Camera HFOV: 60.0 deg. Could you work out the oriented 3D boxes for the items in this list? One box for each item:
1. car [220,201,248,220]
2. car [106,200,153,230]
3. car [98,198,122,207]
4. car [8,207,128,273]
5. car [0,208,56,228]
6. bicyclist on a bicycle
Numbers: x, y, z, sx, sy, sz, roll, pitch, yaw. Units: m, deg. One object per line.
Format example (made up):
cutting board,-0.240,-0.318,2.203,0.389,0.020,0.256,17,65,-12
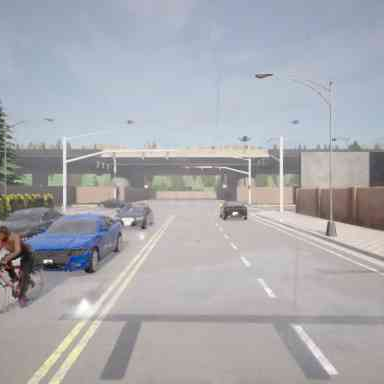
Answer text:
car,3.449,1.478,28.108,1.882,1.535,5.008,0,0,0
car,-3.580,1.491,21.026,2.128,1.511,4.902,0,0,1
car,-10.814,1.534,45.724,4.181,1.385,1.994,0,0,18
car,-3.607,1.478,10.847,1.882,1.535,5.008,0,0,0
car,-7.102,1.506,14.869,1.837,1.490,4.892,0,0,0
bicyclist on a bicycle,-3.464,1.455,6.398,0.582,1.620,1.656,-4,1,14
